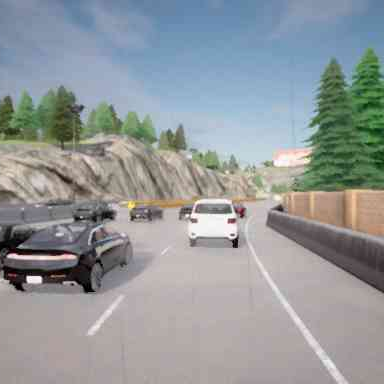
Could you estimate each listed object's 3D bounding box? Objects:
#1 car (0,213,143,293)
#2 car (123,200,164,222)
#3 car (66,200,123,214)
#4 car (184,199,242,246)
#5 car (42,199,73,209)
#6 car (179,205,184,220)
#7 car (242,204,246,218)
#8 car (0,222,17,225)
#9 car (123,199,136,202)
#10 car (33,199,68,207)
[{"bbox_3d":[-2.996,1.562,9.068,2.128,1.511,4.902,0,-1,4],"label":"car"},{"bbox_3d":[-3.861,1.734,28.965,2.128,1.511,4.902,0,-1,11],"label":"car"},{"bbox_3d":[-7.790,1.703,27.097,2.128,1.511,4.902,0,-1,10],"label":"car"},{"bbox_3d":[1.149,1.371,16.224,2.150,2.045,5.566,0,0,7],"label":"car"},{"bbox_3d":[-22.299,1.898,55.349,2.128,1.511,4.902,0,-1,19],"label":"car"},{"bbox_3d":[0.116,1.780,30.885,1.837,1.490,4.892,0,-1,12],"label":"car"},{"bbox_3d":[4.512,1.796,34.331,1.882,1.535,5.008,0,0,14],"label":"car"},{"bbox_3d":[-6.364,1.678,11.354,1.895,1.301,4.718,0,-1,4],"label":"car"},{"bbox_3d":[-10.650,1.941,56.797,1.882,1.535,5.008,0,0,21],"label":"car"},{"bbox_3d":[-20.837,1.842,48.368,2.128,1.511,4.902,0,-1,17],"label":"car"}]
